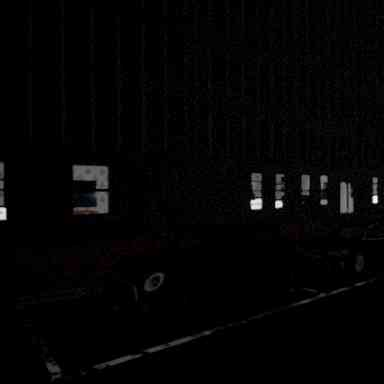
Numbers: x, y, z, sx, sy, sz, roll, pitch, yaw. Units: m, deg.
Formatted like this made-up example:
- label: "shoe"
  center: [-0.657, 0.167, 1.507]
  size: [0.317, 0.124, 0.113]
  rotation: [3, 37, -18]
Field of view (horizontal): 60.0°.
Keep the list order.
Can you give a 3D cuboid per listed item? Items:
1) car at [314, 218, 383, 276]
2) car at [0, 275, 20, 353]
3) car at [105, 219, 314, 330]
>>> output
- label: "car"
  center: [4.976, 1.490, 10.098]
  size: [4.403, 1.369, 2.008]
  rotation: [0, 0, -35]
- label: "car"
  center: [-4.299, 1.560, 3.496]
  size: [4.403, 1.369, 2.008]
  rotation: [0, 0, -35]
- label: "car"
  center: [0.338, 1.415, 6.797]
  size: [4.097, 1.590, 1.967]
  rotation: [0, 0, -35]
